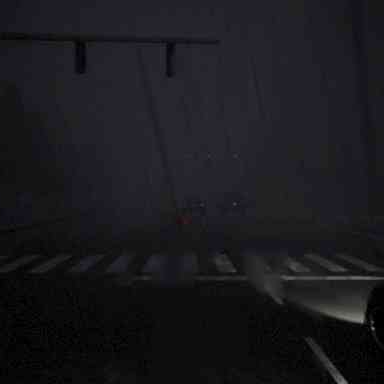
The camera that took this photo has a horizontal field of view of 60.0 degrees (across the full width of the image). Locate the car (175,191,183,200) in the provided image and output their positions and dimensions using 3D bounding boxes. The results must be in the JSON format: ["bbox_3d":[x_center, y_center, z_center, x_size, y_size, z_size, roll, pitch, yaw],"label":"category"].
[{"bbox_3d":[-2.921,0.874,67.355,2.150,2.045,5.566,0,1,8],"label":"car"}]

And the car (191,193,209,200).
[{"bbox_3d":[2.075,1.100,82.096,2.033,1.411,5.357,0,0,30],"label":"car"}]

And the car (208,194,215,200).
[{"bbox_3d":[4.398,1.120,78.979,1.812,1.442,4.674,0,0,30],"label":"car"}]

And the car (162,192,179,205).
[{"bbox_3d":[-3.452,1.213,51.343,1.882,1.535,5.008,0,0,0],"label":"car"}]

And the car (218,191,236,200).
[{"bbox_3d":[8.262,0.822,78.801,2.150,2.045,5.566,0,0,30],"label":"car"}]

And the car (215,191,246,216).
[{"bbox_3d":[3.681,1.095,31.448,2.150,2.045,5.566,0,0,0],"label":"car"}]

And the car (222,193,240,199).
[{"bbox_3d":[10.196,1.071,87.392,2.128,1.511,4.902,0,0,44],"label":"car"}]

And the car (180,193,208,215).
[{"bbox_3d":[0.177,1.206,32.111,2.097,1.767,4.553,0,0,0],"label":"car"}]

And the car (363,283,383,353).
[{"bbox_3d":[3.586,1.546,3.366,1.994,1.385,4.181,0,0,0],"label":"car"}]
